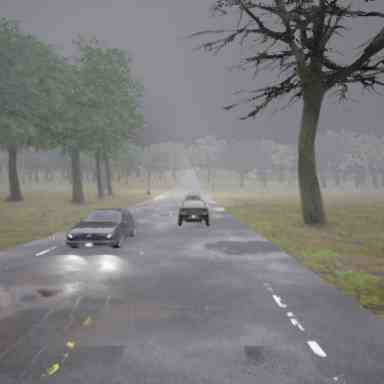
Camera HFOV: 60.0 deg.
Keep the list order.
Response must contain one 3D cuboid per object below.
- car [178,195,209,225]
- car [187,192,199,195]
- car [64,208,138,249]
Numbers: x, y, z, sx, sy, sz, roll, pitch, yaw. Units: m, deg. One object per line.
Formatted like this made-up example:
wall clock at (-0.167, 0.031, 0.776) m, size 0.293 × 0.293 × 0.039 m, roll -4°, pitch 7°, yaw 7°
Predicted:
car at (0.107, 1.210, 21.692) m, size 1.882 × 1.535 × 5.008 m, roll 0°, pitch 1°, yaw 0°
car at (0.116, 0.822, 39.991) m, size 1.837 × 1.490 × 4.892 m, roll 0°, pitch 2°, yaw 0°
car at (-3.553, 1.401, 14.134) m, size 2.033 × 1.411 × 5.357 m, roll 0°, pitch 1°, yaw 0°
